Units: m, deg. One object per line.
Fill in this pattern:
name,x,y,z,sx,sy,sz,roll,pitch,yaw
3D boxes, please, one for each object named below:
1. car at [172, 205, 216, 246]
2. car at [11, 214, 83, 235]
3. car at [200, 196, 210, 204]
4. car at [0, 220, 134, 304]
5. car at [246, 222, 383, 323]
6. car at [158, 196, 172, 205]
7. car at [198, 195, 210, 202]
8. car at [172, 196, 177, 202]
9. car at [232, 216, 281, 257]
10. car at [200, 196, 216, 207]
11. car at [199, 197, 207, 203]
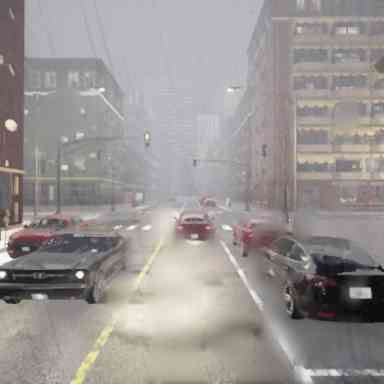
car,0.099,1.560,15.241,1.812,1.442,4.674,0,0,0
car,-5.273,1.573,12.802,1.887,1.381,4.507,1,0,0
car,2.577,1.620,67.955,1.967,1.590,4.097,1,0,0
car,-2.778,1.620,8.305,1.895,1.301,4.718,0,0,1
car,2.574,1.582,7.159,1.947,1.339,4.313,1,0,0
car,-5.321,1.712,62.255,2.008,1.369,4.403,1,0,0
car,2.610,1.473,60.832,2.192,1.841,5.009,1,0,0
car,-5.304,1.781,85.013,1.887,1.381,4.507,1,0,0
car,2.575,1.574,12.830,1.887,1.381,4.507,1,0,0
car,2.705,1.672,50.886,1.887,1.381,4.507,1,0,0
car,2.576,1.783,79.334,1.947,1.339,4.313,1,0,0
